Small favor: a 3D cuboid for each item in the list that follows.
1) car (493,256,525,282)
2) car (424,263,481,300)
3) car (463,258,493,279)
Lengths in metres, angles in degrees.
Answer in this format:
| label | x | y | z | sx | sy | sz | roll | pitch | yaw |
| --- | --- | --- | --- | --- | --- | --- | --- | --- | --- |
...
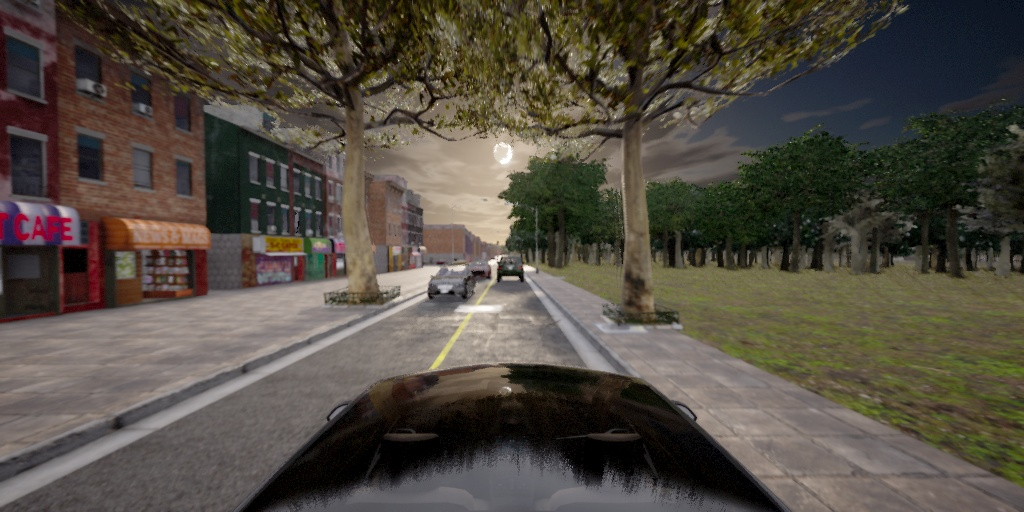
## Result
| label | x | y | z | sx | sy | sz | roll | pitch | yaw |
| --- | --- | --- | --- | --- | --- | --- | --- | --- | --- |
| car | -0.140 | 1.012 | 29.787 | 2.150 | 2.045 | 5.566 | 0 | 0 | 0 |
| car | -2.949 | 1.277 | 18.089 | 2.128 | 1.511 | 4.902 | 0 | 0 | 0 |
| car | -2.973 | 1.166 | 33.066 | 2.097 | 1.767 | 4.553 | 0 | 0 | 0 |
